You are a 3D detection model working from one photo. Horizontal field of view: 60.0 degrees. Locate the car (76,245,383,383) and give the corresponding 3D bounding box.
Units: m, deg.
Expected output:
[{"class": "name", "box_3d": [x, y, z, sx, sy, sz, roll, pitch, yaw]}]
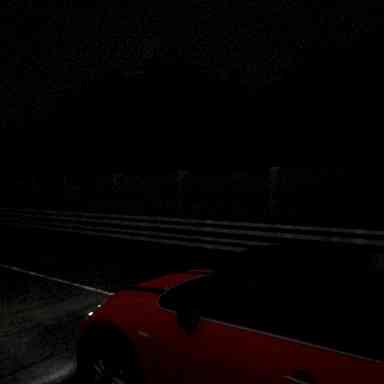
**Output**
[{"class": "car", "box_3d": [0.893, 1.349, 3.357, 4.553, 1.767, 2.097, 0, 0, 36]}]
